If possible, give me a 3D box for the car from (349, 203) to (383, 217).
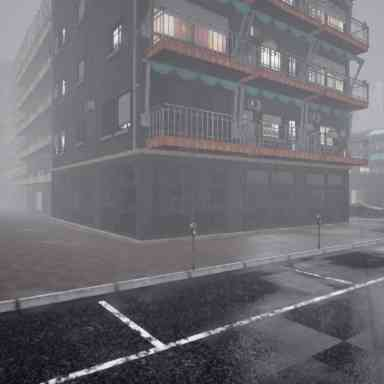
[{"bbox_3d":[16.841,1.766,33.136,1.994,1.385,4.181,0,-1,-35],"label":"car"}]
